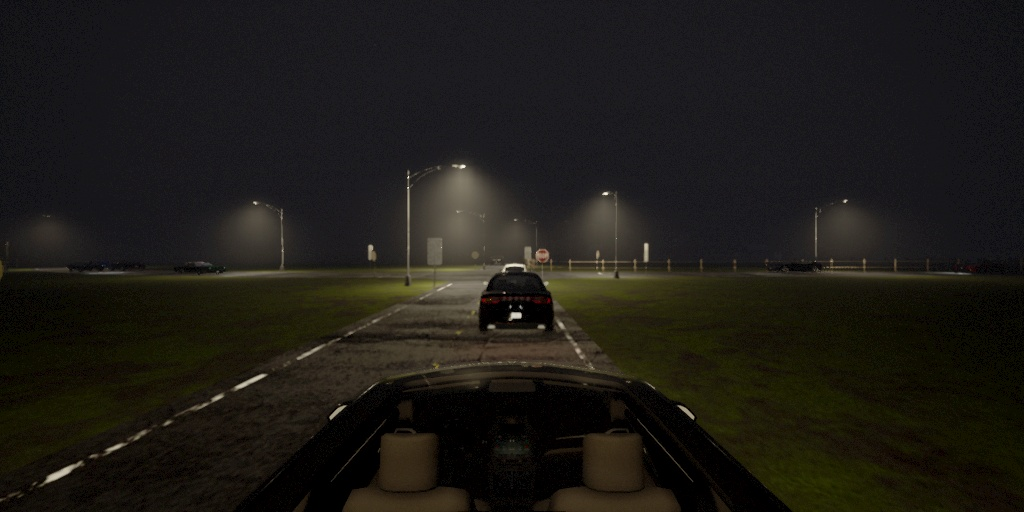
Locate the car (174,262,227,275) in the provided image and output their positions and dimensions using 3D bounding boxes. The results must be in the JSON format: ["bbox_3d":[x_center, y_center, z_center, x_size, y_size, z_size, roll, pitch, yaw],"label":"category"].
[{"bbox_3d":[-31.558,1.254,36.374,4.718,1.301,1.895,0,1,13],"label":"car"}]

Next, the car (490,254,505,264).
[{"bbox_3d":[-2.659,0.673,65.184,2.150,2.045,5.566,0,0,1],"label":"car"}]

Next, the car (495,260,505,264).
[{"bbox_3d":[0.218,1.180,21.414,1.812,1.442,4.674,0,0,3],"label":"car"}]

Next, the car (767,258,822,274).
[{"bbox_3d":[29.390,1.017,37.360,5.008,1.535,1.882,0,1,-1],"label":"car"}]

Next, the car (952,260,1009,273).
[{"bbox_3d":[49.293,1.104,37.808,4.181,1.385,1.994,0,1,-2],"label":"car"}]

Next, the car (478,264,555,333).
[{"bbox_3d":[0.115,1.184,10.641,1.882,1.535,5.008,0,0,0],"label":"car"}]
